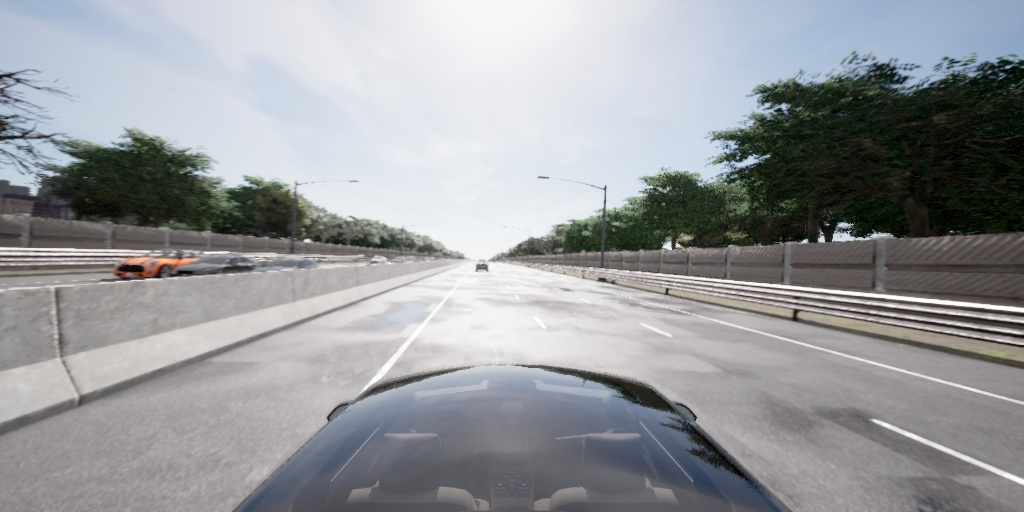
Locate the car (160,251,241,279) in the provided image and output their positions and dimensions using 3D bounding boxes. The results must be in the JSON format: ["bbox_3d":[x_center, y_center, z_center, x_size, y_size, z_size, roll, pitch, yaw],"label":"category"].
[{"bbox_3d":[-15.658,0.671,19.352,1.837,1.490,4.892,3,0,-5],"label":"car"}]

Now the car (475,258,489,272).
[{"bbox_3d":[-4.402,1.500,52.826,2.128,1.511,4.902,3,-1,-4],"label":"car"}]

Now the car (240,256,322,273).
[{"bbox_3d":[-12.174,0.835,19.654,1.837,1.490,4.892,3,0,-5],"label":"car"}]

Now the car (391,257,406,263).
[{"bbox_3d":[-19.221,0.936,61.121,1.812,1.442,4.674,3,-1,-5],"label":"car"}]

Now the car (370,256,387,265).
[{"bbox_3d":[-22.722,0.777,61.132,1.812,1.442,4.674,3,0,-5],"label":"car"}]

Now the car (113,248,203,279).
[{"bbox_3d":[-19.220,0.360,20.101,2.097,1.767,4.553,3,0,-5],"label":"car"}]

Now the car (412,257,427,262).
[{"bbox_3d":[-15.735,0.934,61.477,2.097,1.767,4.553,3,-1,-5],"label":"car"}]
